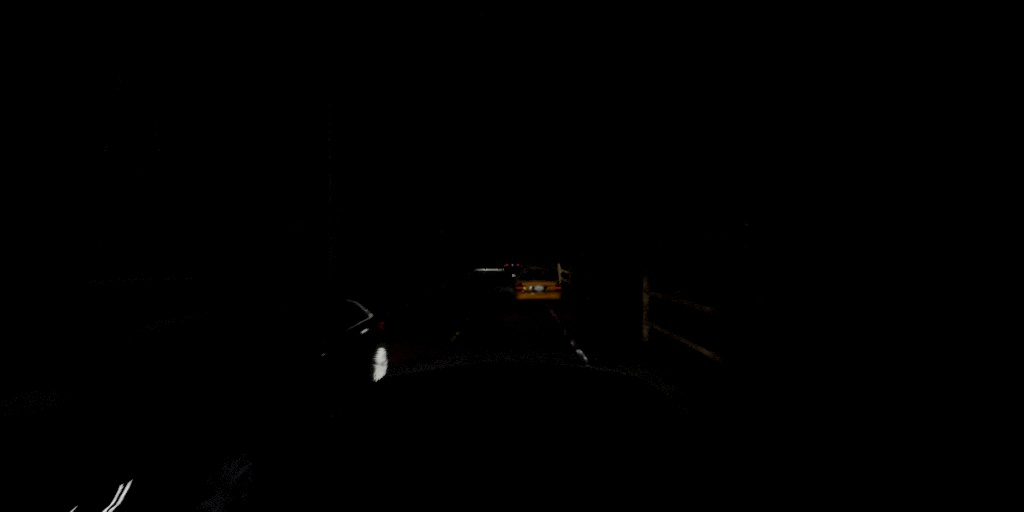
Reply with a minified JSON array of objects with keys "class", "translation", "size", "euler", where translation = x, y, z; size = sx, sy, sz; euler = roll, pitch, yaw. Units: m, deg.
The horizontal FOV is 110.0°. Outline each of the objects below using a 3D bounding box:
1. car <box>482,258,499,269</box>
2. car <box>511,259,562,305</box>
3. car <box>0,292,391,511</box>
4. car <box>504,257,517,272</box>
[{"class":"car","translation":[-2.817,0.998,48.054],"size":[1.994,1.385,4.181],"euler":[0,0,0]},{"class":"car","translation":[0.963,1.107,15.304],"size":[1.801,1.575,5.366],"euler":[0,0,0]},{"class":"car","translation":[-2.850,1.239,3.920],"size":[1.837,1.490,4.892],"euler":[0,0,0]},{"class":"car","translation":[0.068,1.023,41.312],"size":[2.033,1.411,5.357],"euler":[0,0,0]}]
